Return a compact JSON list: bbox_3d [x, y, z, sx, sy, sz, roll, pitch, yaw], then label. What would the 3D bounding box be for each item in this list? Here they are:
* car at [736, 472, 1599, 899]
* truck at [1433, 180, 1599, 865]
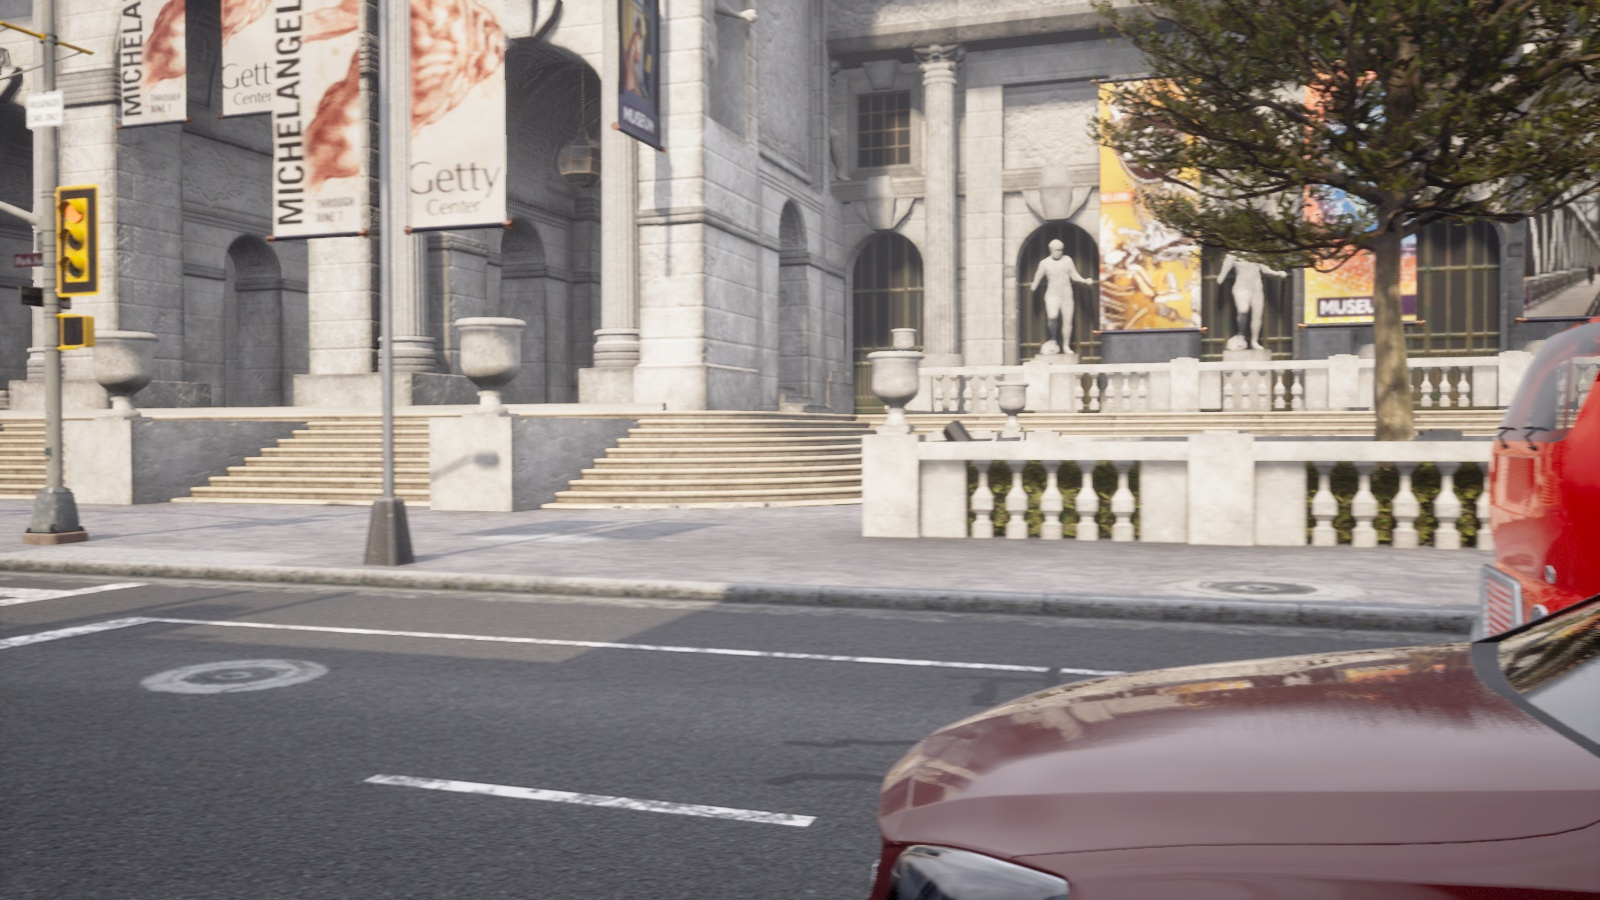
[{"bbox_3d":[2.388,0.823,2.390,4.674,1.442,1.812,1,1,19],"label":"car"},{"bbox_3d":[5.628,0.287,4.984,5.204,2.467,2.627,1,1,19],"label":"truck"}]
